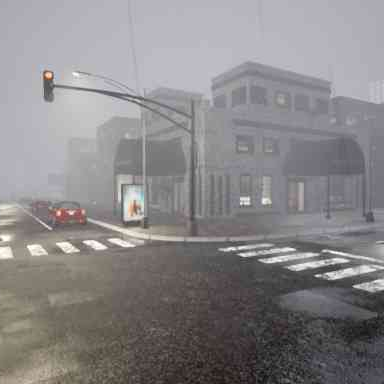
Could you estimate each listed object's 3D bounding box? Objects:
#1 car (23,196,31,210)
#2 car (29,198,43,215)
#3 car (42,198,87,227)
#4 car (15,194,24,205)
[{"bbox_3d":[-16.764,1.332,36.126,2.008,1.369,4.403,-1,1,-30],"label":"car"},{"bbox_3d":[-13.881,1.385,31.212,1.802,1.307,4.206,-1,1,-30],"label":"car"},{"bbox_3d":[-8.117,1.289,21.384,1.967,1.590,4.097,-1,1,-30],"label":"car"},{"bbox_3d":[-25.412,1.270,50.866,2.008,1.369,4.403,-1,1,-30],"label":"car"}]
